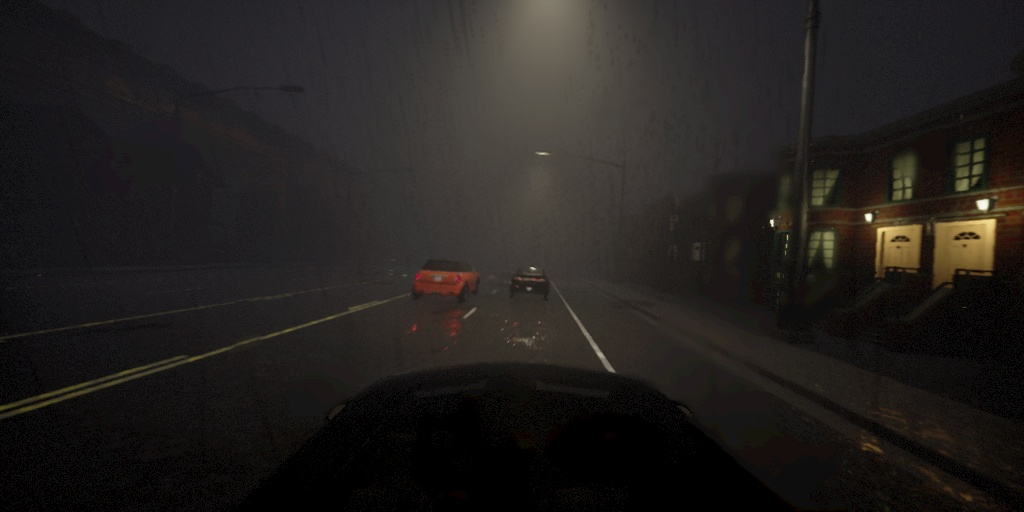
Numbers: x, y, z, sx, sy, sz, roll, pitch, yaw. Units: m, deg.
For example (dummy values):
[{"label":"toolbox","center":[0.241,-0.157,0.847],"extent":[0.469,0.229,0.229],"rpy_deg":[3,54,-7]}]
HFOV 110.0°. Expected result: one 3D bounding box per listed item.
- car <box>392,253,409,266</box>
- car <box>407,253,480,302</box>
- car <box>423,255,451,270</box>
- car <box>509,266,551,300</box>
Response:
[{"label":"car","center":[-11.841,0.402,40.506],"extent":[1.882,1.535,5.008],"rpy_deg":[4,0,4]},{"label":"car","center":[-2.722,0.895,15.887],"extent":[2.097,1.767,4.553],"rpy_deg":[4,0,3]},{"label":"car","center":[-8.356,0.668,40.313],"extent":[1.812,1.442,4.674],"rpy_deg":[4,0,3]},{"label":"car","center":[0.917,1.256,18.329],"extent":[2.128,1.511,4.902],"rpy_deg":[4,0,3]}]
